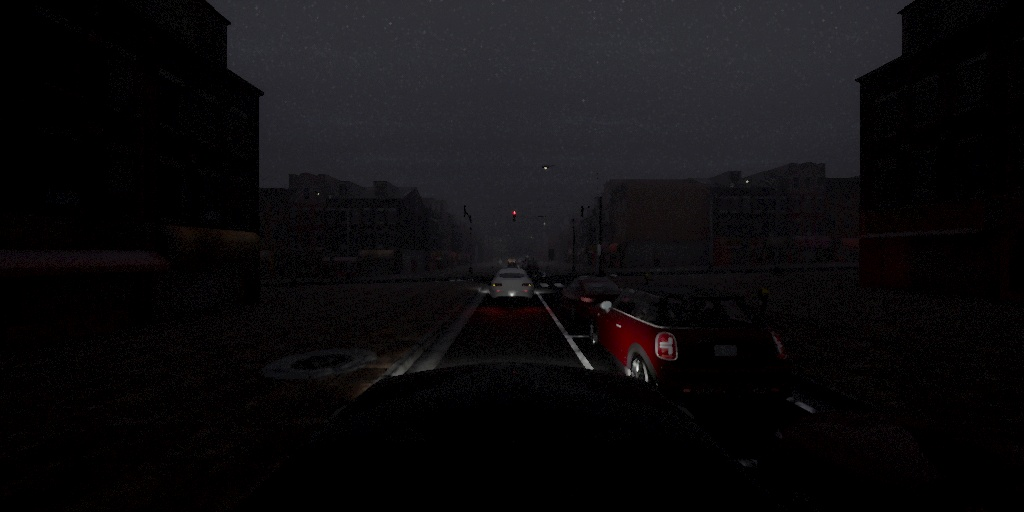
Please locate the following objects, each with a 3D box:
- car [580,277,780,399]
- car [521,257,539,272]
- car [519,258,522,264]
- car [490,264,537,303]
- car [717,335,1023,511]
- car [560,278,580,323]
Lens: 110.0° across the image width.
[{"bbox_3d":[2.637,1.189,6.356,1.967,1.591,4.097,0,0,0],"label":"car"},{"bbox_3d":[2.637,1.290,49.163,1.967,1.591,4.097,0,0,0],"label":"car"},{"bbox_3d":[2.637,1.187,54.564,2.192,1.841,5.009,0,0,0],"label":"car"},{"bbox_3d":[0.000,1.293,16.502,1.812,1.442,4.674,0,0,0],"label":"car"},{"bbox_3d":[2.637,1.330,0.890,1.802,1.307,4.207,0,0,0],"label":"car"},{"bbox_3d":[2.637,1.336,11.822,1.802,1.307,4.207,0,0,0],"label":"car"}]
